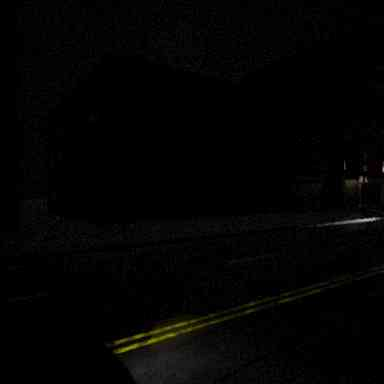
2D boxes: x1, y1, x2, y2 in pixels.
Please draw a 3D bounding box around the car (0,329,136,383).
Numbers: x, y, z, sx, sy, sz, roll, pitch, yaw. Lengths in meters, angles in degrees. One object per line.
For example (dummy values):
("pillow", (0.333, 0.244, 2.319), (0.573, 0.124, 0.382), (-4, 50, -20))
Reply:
("car", (-2.593, 1.513, 1.590), (4.892, 1.490, 1.837), (0, 0, -36))
